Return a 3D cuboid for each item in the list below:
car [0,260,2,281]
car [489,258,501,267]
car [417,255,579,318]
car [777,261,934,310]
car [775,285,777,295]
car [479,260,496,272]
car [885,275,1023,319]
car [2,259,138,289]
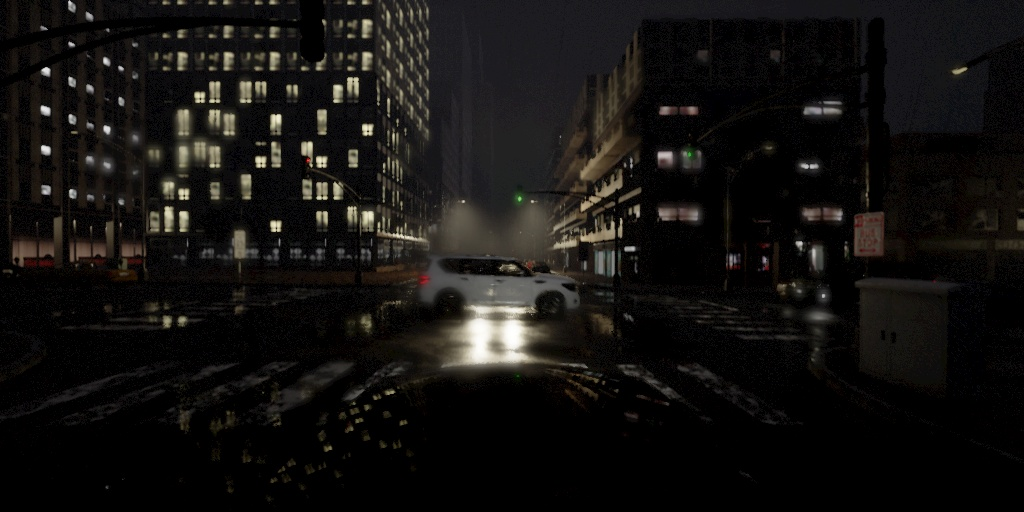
[{"bbox_3d":[-27.489,0.784,18.039,4.313,1.339,1.948,0,0,-1],"label":"car"},{"bbox_3d":[-3.006,1.120,64.054,1.882,1.535,5.008,0,0,0],"label":"car"},{"bbox_3d":[-0.481,0.998,12.647,5.566,2.045,2.150,1,0,-1],"label":"car"},{"bbox_3d":[15.451,1.259,15.943,5.566,2.045,2.150,1,0,-2],"label":"car"},{"bbox_3d":[16.013,1.476,18.529,4.097,1.591,1.967,0,0,-1],"label":"car"},{"bbox_3d":[-3.086,1.234,45.875,1.994,1.385,4.181,0,0,0],"label":"car"},{"bbox_3d":[16.726,1.604,12.842,4.674,1.442,1.812,1,0,-1],"label":"car"},{"bbox_3d":[-22.044,0.848,18.188,4.829,1.417,1.751,0,0,-1],"label":"car"}]
